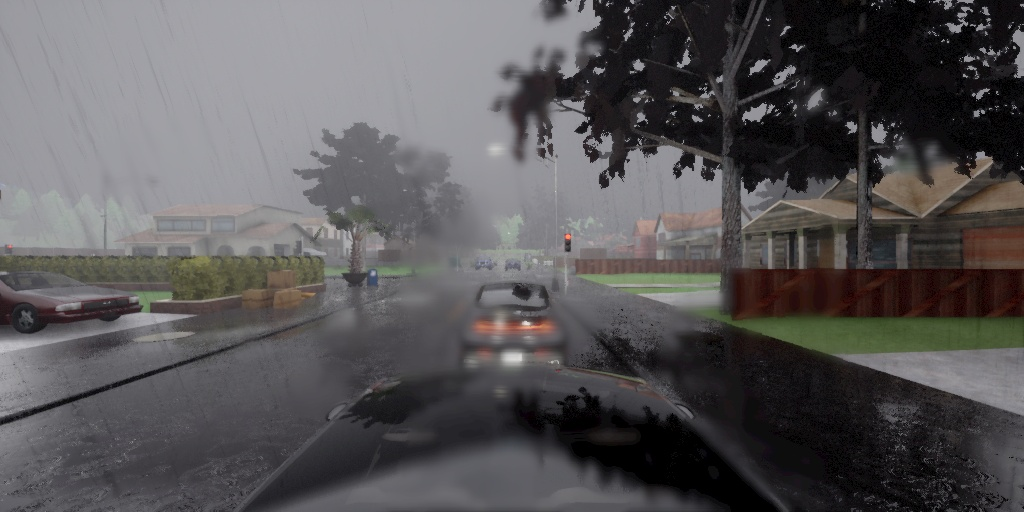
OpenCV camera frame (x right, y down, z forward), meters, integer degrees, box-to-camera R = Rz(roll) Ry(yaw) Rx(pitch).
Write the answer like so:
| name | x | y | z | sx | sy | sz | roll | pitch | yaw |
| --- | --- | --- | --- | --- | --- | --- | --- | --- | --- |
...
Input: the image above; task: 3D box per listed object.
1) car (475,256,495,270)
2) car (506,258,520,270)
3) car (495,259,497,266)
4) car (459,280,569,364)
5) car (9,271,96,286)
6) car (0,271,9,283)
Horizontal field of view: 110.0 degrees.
| name | x | y | z | sx | sy | sz | roll | pitch | yaw |
| --- | --- | --- | --- | --- | --- | --- | --- | --- | --- |
| car | -4.059 | 0.971 | 52.258 | 2.150 | 2.045 | 5.566 | 0 | 0 | 0 |
| car | 0.130 | 1.102 | 53.165 | 2.097 | 1.767 | 4.553 | 0 | 0 | 0 |
| car | -4.024 | 1.241 | 62.308 | 2.128 | 1.511 | 4.902 | 0 | 0 | 0 |
| car | 0.047 | 1.255 | 7.654 | 1.837 | 1.490 | 4.892 | 0 | 0 | 1 |
| car | -33.618 | 1.102 | 26.749 | 4.553 | 1.767 | 2.097 | 0 | 0 | 0 |
| car | -43.850 | 1.242 | 30.851 | 4.902 | 1.511 | 2.128 | 0 | 0 | 0 |
